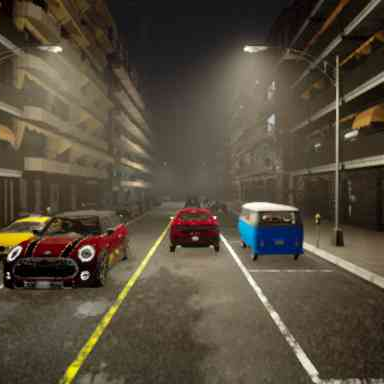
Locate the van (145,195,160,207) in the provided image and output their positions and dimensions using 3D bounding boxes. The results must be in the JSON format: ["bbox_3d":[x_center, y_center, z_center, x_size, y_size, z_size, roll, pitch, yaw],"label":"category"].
[{"bbox_3d":[-5.706,1.296,45.191,1.690,1.788,3.998,-1,0,0],"label":"van"}]

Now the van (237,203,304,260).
[{"bbox_3d":[2.679,1.328,12.039,1.690,1.788,3.998,-1,0,0],"label":"van"}]

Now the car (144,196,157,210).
[{"bbox_3d":[-5.704,1.504,39.668,1.887,1.381,4.507,0,0,0],"label":"car"}]

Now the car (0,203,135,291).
[{"bbox_3d":[-3.102,1.342,9.177,2.097,1.767,4.553,0,0,0],"label":"car"}]

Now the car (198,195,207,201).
[{"bbox_3d":[2.673,1.481,83.842,2.008,1.369,4.403,-1,0,0],"label":"car"}]

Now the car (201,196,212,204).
[{"bbox_3d":[2.675,1.468,61.919,1.752,1.417,4.829,-1,0,0],"label":"car"}]

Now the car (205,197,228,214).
[{"bbox_3d":[2.678,1.515,34.131,2.008,1.369,4.403,-1,0,0],"label":"car"}]

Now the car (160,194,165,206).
[{"bbox_3d":[-5.706,1.391,50.714,1.967,1.590,4.097,-1,0,0],"label":"car"}]

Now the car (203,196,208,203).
[{"bbox_3d":[2.678,1.510,39.655,2.008,1.369,4.403,-1,0,0],"label":"car"}]

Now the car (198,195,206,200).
[{"bbox_3d":[2.672,1.453,89.535,1.752,1.417,4.829,-1,0,0],"label":"car"}]

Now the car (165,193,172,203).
[{"bbox_3d":[-5.707,1.505,67.285,1.947,1.339,4.313,-1,0,0],"label":"car"}]

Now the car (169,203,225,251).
[{"bbox_3d":[0.078,1.462,14.051,1.882,1.535,5.008,0,0,-1],"label":"car"}]

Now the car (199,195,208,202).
[{"bbox_3d":[2.673,1.478,78.319,1.887,1.381,4.507,-1,0,0],"label":"car"}]

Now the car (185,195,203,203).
[{"bbox_3d":[0.095,1.305,46.171,2.097,1.767,4.553,0,0,0],"label":"car"}]

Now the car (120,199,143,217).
[{"bbox_3d":[-5.701,1.536,28.620,1.947,1.339,4.313,0,0,0],"label":"car"}]

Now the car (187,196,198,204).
[{"bbox_3d":[0.093,1.504,64.766,1.994,1.385,4.181,0,0,0],"label":"car"}]

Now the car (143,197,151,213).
[{"bbox_3d":[-5.702,1.509,34.144,1.887,1.381,4.507,0,0,0],"label":"car"}]

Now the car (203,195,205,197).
[{"bbox_3d":[2.676,1.497,56.226,2.008,1.369,4.403,-1,0,0],"label":"car"}]
